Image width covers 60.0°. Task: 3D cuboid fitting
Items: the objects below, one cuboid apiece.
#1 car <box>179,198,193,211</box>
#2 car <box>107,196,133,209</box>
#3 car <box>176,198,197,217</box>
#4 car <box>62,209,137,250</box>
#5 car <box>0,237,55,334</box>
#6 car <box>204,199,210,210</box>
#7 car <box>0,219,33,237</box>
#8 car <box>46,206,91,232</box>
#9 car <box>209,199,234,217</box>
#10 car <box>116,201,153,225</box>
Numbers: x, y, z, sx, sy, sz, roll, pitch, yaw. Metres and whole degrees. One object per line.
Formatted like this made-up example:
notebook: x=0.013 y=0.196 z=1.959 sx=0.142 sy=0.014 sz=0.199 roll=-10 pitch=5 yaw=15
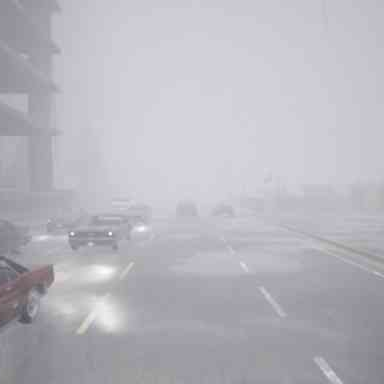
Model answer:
car: x=-0.775 y=1.632 z=45.286 sx=1.837 sy=1.490 sz=4.892 roll=0 pitch=0 yaw=-1
car: x=-7.650 y=1.454 z=36.324 sx=2.150 sy=2.045 sz=5.566 roll=0 pitch=0 yaw=-1
car: x=-0.518 y=1.567 z=32.176 sx=1.882 sy=1.535 sz=5.008 roll=0 pitch=0 yaw=-1
car: x=-3.842 y=1.661 z=14.725 sx=1.895 sy=1.301 sz=4.718 roll=0 pitch=0 yaw=-1
car: x=-3.653 y=1.632 z=4.485 sx=1.895 sy=1.301 sz=4.718 roll=0 pitch=0 yaw=-1
car: x=2.720 y=1.635 z=45.811 sx=1.812 sy=1.442 sz=4.674 roll=0 pitch=0 yaw=-1
car: x=-7.276 y=1.615 z=11.042 sx=2.033 sy=1.411 sz=5.357 roll=0 pitch=0 yaw=-1
car: x=-7.455 y=1.620 z=20.938 sx=1.812 sy=1.442 sz=4.674 roll=0 pitch=0 yaw=-1
car: x=2.981 y=1.598 z=32.435 sx=1.812 sy=1.442 sz=4.674 roll=0 pitch=0 yaw=-1
car: x=-4.029 y=1.637 z=25.388 sx=2.033 sy=1.411 sz=5.357 roll=0 pitch=0 yaw=-1
